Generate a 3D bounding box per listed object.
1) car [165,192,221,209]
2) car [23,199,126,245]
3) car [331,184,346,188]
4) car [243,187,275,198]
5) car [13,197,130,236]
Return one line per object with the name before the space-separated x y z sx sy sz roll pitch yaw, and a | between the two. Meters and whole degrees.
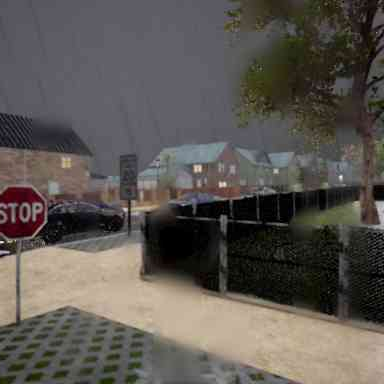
car | 0.258 0.705 25.342 2.033 1.411 5.357 0 2 36
car | -4.911 1.088 13.516 2.128 1.511 4.902 -1 2 34
car | 22.936 -0.573 51.585 2.128 1.511 4.902 0 2 36
car | 7.088 0.239 34.733 2.128 1.511 4.902 0 2 36
car | -5.835 1.080 16.899 2.033 1.411 5.357 0 2 35
